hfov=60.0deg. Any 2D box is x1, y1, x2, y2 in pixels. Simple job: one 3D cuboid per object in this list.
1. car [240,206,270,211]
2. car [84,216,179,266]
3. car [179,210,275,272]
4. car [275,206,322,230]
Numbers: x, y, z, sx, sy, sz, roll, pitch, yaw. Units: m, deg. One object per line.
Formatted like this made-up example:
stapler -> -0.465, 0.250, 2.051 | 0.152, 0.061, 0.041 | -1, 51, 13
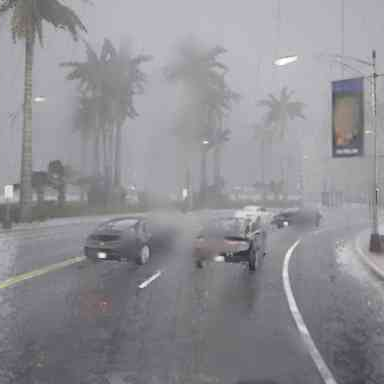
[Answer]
car -> 4.798, 1.773, 25.177 | 1.812, 1.442, 4.674 | 0, -1, 39
car -> -1.930, 1.627, 12.155 | 1.837, 1.490, 4.892 | 0, 0, 18
car -> 1.470, 1.605, 11.309 | 2.128, 1.511, 4.902 | 0, 0, 18
car -> 7.427, 1.733, 22.877 | 1.837, 1.490, 4.892 | -1, 0, 38
